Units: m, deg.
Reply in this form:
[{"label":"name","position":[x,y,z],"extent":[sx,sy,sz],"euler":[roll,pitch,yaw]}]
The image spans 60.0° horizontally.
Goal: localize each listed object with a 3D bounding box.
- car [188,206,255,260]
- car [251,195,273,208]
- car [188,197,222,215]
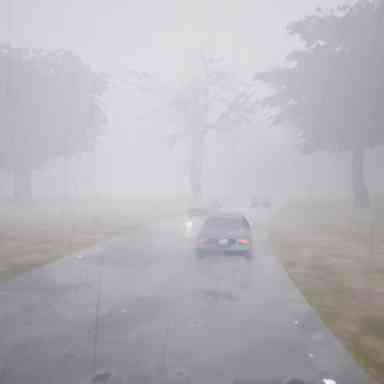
[{"label":"car","position":[1.260,1.464,12.211],"extent":[2.033,1.411,5.357],"euler":[0,1,8]},{"label":"car","position":[7.702,0.990,36.201],"extent":[1.895,1.301,4.718],"euler":[0,2,19]},{"label":"car","position":[1.095,1.164,25.929],"extent":[1.882,1.535,5.008],"euler":[0,1,16]}]
